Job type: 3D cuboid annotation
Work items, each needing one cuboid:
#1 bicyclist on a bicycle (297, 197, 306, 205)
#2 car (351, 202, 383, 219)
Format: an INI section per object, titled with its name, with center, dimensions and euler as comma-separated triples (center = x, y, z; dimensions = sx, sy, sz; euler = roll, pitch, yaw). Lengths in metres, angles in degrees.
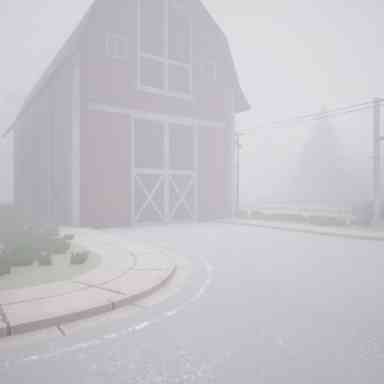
[bicyclist on a bicycle]
center = 13.338, 1.322, 40.263
dimensions = 1.656, 1.620, 0.582
euler = 46, -25, -24
[car]
center = 14.673, 1.518, 25.210
dimensions = 2.128, 1.511, 4.902
euler = 0, 0, -33
